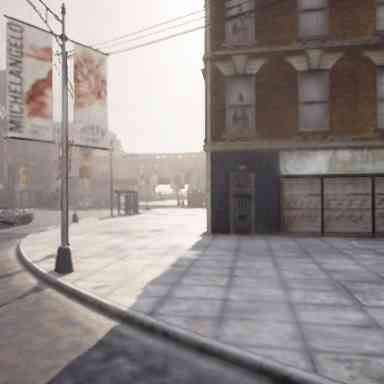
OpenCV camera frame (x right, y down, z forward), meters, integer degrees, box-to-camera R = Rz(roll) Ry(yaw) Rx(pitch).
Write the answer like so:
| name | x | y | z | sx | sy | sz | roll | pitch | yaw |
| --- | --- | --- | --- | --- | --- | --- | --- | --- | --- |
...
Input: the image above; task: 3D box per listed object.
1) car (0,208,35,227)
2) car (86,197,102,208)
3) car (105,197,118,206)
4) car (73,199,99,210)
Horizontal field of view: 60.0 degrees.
| name | x | y | z | sx | sy | sz | roll | pitch | yaw |
| --- | --- | --- | --- | --- | --- | --- | --- | --- | --- |
| car | -14.085 | 1.919 | 26.114 | 1.994 | 1.385 | 4.181 | 0 | -1 | -2 |
| car | -18.992 | 2.001 | 62.924 | 2.150 | 2.045 | 5.566 | 0 | -1 | 7 |
| car | -19.027 | 2.195 | 80.175 | 2.435 | 2.045 | 5.566 | 0 | -1 | 10 |
| car | -17.236 | 2.229 | 53.151 | 1.994 | 1.385 | 4.181 | 0 | -1 | 11 |
